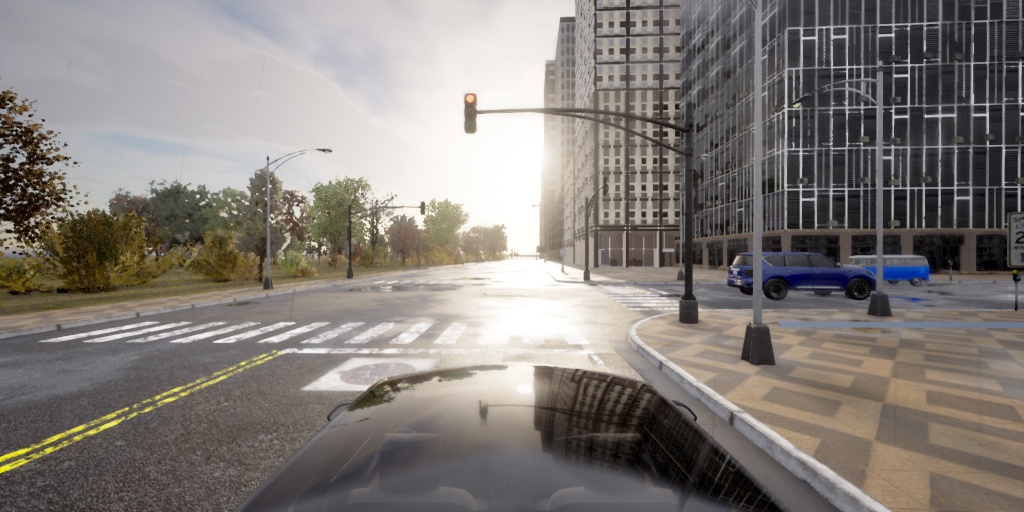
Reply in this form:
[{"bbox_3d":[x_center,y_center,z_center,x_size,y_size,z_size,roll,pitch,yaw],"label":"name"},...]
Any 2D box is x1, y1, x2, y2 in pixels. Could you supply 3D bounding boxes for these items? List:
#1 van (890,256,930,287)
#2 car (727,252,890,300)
[{"bbox_3d":[21.988,0.856,21.226,3.998,1.789,1.690,0,0,4],"label":"van"},{"bbox_3d":[12.731,0.832,15.983,5.566,2.045,2.150,0,0,4],"label":"car"}]
